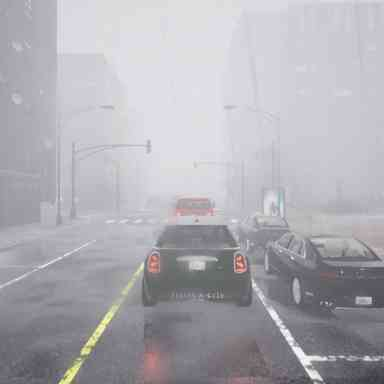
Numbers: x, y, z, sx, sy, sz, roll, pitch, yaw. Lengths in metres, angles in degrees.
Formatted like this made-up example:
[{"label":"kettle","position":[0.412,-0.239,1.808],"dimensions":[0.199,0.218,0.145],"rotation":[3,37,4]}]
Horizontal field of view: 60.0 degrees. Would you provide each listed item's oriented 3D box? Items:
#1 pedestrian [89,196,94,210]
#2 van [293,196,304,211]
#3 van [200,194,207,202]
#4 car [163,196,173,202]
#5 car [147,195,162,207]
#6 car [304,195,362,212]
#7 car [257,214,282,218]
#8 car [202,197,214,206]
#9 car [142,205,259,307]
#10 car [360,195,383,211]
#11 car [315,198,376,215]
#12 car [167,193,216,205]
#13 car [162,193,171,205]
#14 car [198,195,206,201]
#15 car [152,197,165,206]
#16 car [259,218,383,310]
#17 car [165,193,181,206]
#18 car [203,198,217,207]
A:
[{"label":"pedestrian","position":[-12.529,1.348,41.381],"dimensions":[0.375,1.860,0.375],"rotation":[0,0,0]},{"label":"van","position":[13.763,1.296,38.237],"dimensions":[3.998,1.788,1.690],"rotation":[0,0,0]},{"label":"van","position":[2.702,1.373,79.274],"dimensions":[1.690,1.788,3.998],"rotation":[1,0,0]},{"label":"car","position":[-5.680,1.598,79.312],"dimensions":[1.947,1.339,4.313],"rotation":[1,0,0]},{"label":"car","position":[-5.676,1.334,51.457],"dimensions":[2.192,1.841,5.009],"rotation":[1,0,0]},{"label":"car","position":[14.997,1.412,35.645],"dimensions":[4.892,1.490,1.837],"rotation":[-1,-1,0]},{"label":"car","position":[2.830,1.555,13.224],"dimensions":[2.008,1.369,4.403],"rotation":[1,0,0]},{"label":"car","position":[2.700,1.603,56.988],"dimensions":[1.802,1.307,4.206],"rotation":[1,0,0]},{"label":"car","position":[0.100,1.354,8.152],"dimensions":[2.097,1.767,4.553],"rotation":[0,0,0]},{"label":"car","position":[19.290,1.228,38.198],"dimensions":[5.009,1.841,2.192],"rotation":[0,0,0]},{"label":"car","position":[13.703,1.413,29.856],"dimensions":[4.206,1.307,1.802],"rotation":[0,0,0]},{"label":"car","position":[0.087,1.228,17.622],"dimensions":[2.150,2.045,5.566],"rotation":[0,0,0]},{"label":"car","position":[-1.395,1.298,38.957],"dimensions":[2.150,2.045,5.566],"rotation":[-1,-1,-21]},{"label":"car","position":[2.700,1.582,90.414],"dimensions":[1.887,1.381,4.507],"rotation":[1,0,0]},{"label":"car","position":[-5.680,1.566,57.028],"dimensions":[1.887,1.381,4.507],"rotation":[1,0,0]},{"label":"car","position":[2.831,1.553,7.654],"dimensions":[2.008,1.369,4.403],"rotation":[1,0,0]},{"label":"car","position":[-3.095,1.242,54.710],"dimensions":[2.150,2.045,5.566],"rotation":[0,0,1]},{"label":"car","position":[2.700,1.585,51.417],"dimensions":[1.947,1.339,4.313],"rotation":[1,0,0]}]
